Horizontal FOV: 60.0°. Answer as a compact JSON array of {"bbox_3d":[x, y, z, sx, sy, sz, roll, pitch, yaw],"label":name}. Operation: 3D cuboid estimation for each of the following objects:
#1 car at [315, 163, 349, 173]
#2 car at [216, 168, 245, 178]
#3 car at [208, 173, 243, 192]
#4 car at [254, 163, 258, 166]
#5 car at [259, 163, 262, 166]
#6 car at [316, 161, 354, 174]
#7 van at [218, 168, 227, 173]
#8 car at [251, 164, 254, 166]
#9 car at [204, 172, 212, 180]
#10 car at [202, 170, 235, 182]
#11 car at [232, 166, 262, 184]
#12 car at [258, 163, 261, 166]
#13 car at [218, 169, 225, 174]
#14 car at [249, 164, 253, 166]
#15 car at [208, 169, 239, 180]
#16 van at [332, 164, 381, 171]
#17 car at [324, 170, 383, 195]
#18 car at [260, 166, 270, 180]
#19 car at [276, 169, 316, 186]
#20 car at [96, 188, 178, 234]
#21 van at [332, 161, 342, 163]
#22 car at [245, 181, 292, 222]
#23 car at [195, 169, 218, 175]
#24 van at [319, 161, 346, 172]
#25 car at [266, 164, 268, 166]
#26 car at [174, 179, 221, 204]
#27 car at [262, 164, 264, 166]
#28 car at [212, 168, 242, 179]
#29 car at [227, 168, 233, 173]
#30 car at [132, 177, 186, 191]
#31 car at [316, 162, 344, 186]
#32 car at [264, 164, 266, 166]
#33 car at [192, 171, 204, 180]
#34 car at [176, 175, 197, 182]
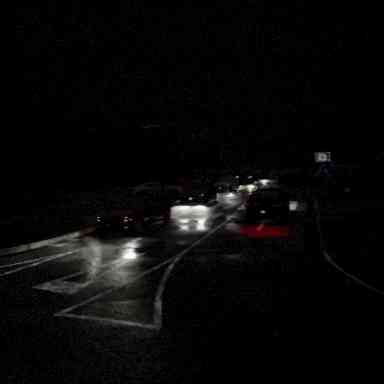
[{"bbox_3d":[25.395,-4.297,60.359,5.366,1.575,1.946,-2,6,-1],"label":"car"},{"bbox_3d":[7.012,-3.508,61.047,4.892,1.521,2.231,-4,5,-1],"label":"car"},{"bbox_3d":[3.526,-0.865,34.035,1.812,1.442,4.674,-1,5,21],"label":"car"},{"bbox_3d":[11.739,-5.076,74.855,4.553,1.767,2.185,-4,5,-1],"label":"car"},{"bbox_3d":[13.610,-5.492,80.397,5.008,1.535,2.097,-3,4,-1],"label":"car"},{"bbox_3d":[24.638,-4.252,57.522,5.566,2.045,2.435,-2,5,-1],"label":"car"},{"bbox_3d":[2.223,-2.264,47.180,4.442,1.987,1.878,-4,5,-1],"label":"van"},{"bbox_3d":[9.849,-4.509,69.331,4.553,1.767,2.185,-4,5,-1],"label":"car"},{"bbox_3d":[-0.449,-1.136,38.851,4.792,1.488,2.163,-4,5,-1],"label":"car"},{"bbox_3d":[4.202,-2.632,52.747,5.008,1.535,2.097,-4,5,-1],"label":"car"},{"bbox_3d":[7.140,-2.002,42.850,2.097,1.767,4.553,0,6,24],"label":"car"},{"bbox_3d":[12.671,-5.225,77.633,5.008,1.535,2.097,-3,5,-1],"label":"car"},{"bbox_3d":[1.422,-1.755,44.427,5.008,1.535,2.097,-4,5,-1],"label":"car"},{"bbox_3d":[8.890,-4.093,66.578,5.008,1.535,2.097,-4,5,-1],"label":"car"},{"bbox_3d":[5.171,-2.896,55.516,4.792,1.488,2.163,-4,5,-1],"label":"car"},{"bbox_3d":[14.558,-1.217,29.401,4.442,1.987,1.878,-2,5,0],"label":"van"},{"bbox_3d":[13.411,-0.688,26.624,5.008,1.535,2.097,-2,5,0],"label":"car"},{"bbox_3d":[10.321,-2.690,50.789,1.812,1.442,4.674,-1,5,19],"label":"car"},{"bbox_3d":[11.891,-1.495,36.057,5.008,1.535,1.882,-1,6,26],"label":"car"},{"bbox_3d":[-2.617,0.904,16.013,1.882,1.535,5.008,-1,4,19],"label":"car"},{"bbox_3d":[18.692,-2.422,40.609,4.442,1.987,1.878,-2,5,0],"label":"van"},{"bbox_3d":[4.028,0.531,17.479,1.882,1.535,5.008,-1,5,19],"label":"car"},{"bbox_3d":[0.526,-1.587,41.624,4.553,1.767,2.185,-4,5,-1],"label":"car"},{"bbox_3d":[26.651,-4.828,63.170,4.442,1.987,1.878,-2,5,-1],"label":"van"},{"bbox_3d":[17.452,-6.507,91.442,4.892,1.521,2.231,-3,4,-1],"label":"car"},{"bbox_3d":[0.529,0.095,25.341,1.994,1.385,4.181,-1,5,19],"label":"car"},{"bbox_3d":[14.385,-5.749,83.157,5.366,1.575,1.946,-3,5,-1],"label":"car"},{"bbox_3d":[6.066,-3.216,58.285,5.008,1.535,2.097,-4,5,-1],"label":"car"},{"bbox_3d":[3.467,-2.354,49.978,5.366,1.575,1.946,-4,5,-1],"label":"car"},{"bbox_3d":[-3.184,-0.247,30.494,4.674,1.452,2.002,-4,5,-2],"label":"car"},{"bbox_3d":[15.445,-1.538,32.191,5.566,2.045,2.435,-2,6,0],"label":"car"},{"bbox_3d":[15.482,-6.260,85.896,5.566,2.045,2.435,-3,4,-1],"label":"car"},{"bbox_3d":[-1.321,-1.001,36.051,4.553,1.767,2.185,-4,5,-1],"label":"car"},{"bbox_3d":[-2.234,-0.553,33.284,4.792,1.488,2.163,-4,5,-1],"label":"car"}]
